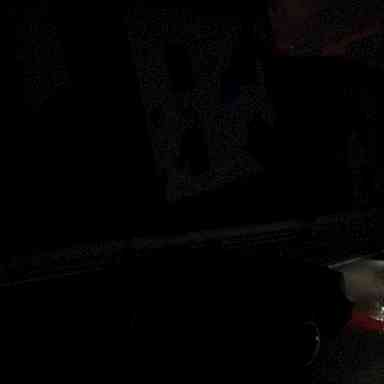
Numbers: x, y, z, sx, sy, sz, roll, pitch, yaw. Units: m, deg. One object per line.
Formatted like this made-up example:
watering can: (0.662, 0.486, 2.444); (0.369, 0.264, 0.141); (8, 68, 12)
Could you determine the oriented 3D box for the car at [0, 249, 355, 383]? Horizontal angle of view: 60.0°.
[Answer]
car: (-0.245, 1.480, 3.853); (5.357, 1.411, 2.033); (-3, 1, -36)
